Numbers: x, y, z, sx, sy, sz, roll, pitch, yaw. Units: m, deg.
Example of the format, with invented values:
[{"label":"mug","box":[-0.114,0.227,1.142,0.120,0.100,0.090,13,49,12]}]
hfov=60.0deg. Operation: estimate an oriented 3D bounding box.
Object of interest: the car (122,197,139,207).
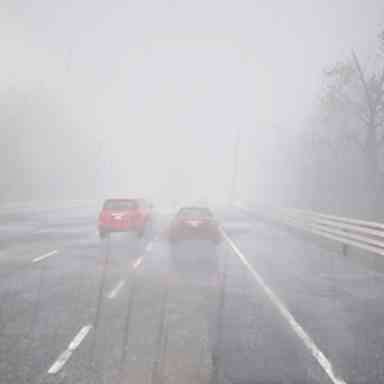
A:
[{"label":"car","box":[-10.386,1.635,56.642,1.882,1.535,5.008,0,0,0]}]

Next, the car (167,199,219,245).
[{"label":"car","box":[0.106,1.396,16.003,2.097,1.767,4.553,0,0,0]}]

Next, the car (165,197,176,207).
[{"label":"car","box":[-3.387,1.660,55.526,1.837,1.490,4.892,0,0,0]}]

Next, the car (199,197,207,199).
[{"label":"car","box":[1.869,1.660,55.537,1.837,1.490,4.892,0,0,6]}]

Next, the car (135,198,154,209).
[{"label":"car","box":[-6.891,1.683,48.843,2.033,1.411,5.357,0,0,0]}]

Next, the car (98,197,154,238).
[{"label":"car","box":[-3.395,1.273,17.977,2.150,2.045,5.566,0,0,0]}]
